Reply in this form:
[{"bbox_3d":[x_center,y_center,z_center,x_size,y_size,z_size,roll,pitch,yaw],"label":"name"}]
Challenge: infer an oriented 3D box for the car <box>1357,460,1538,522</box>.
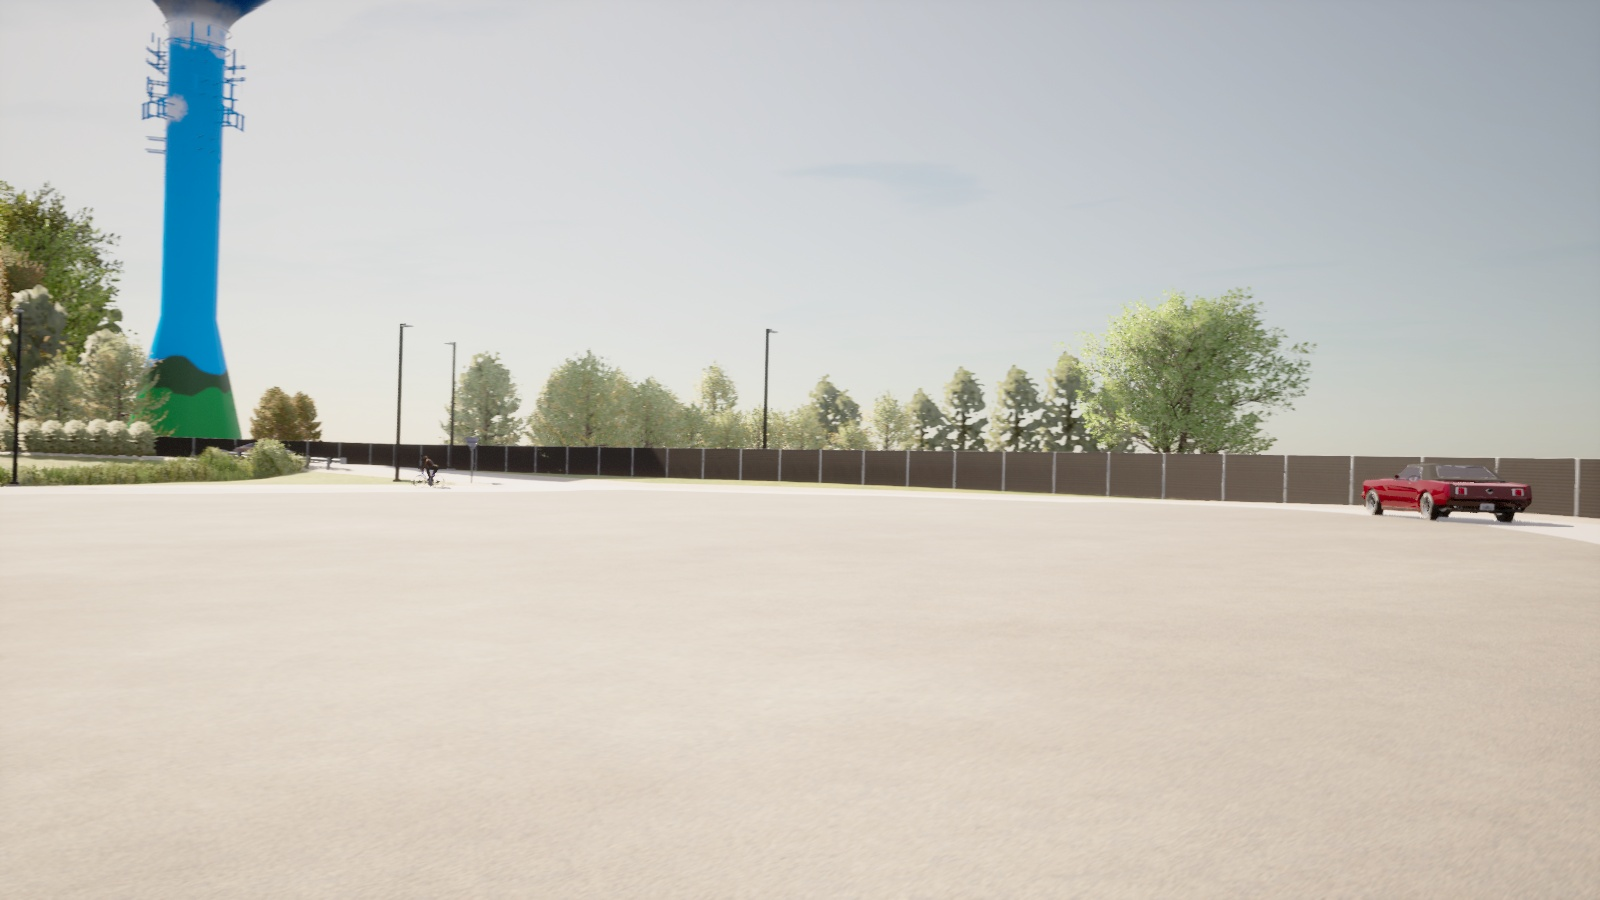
[{"bbox_3d":[14.899,0.904,29.246,1.895,1.301,4.718,1,-1,2],"label":"car"}]
